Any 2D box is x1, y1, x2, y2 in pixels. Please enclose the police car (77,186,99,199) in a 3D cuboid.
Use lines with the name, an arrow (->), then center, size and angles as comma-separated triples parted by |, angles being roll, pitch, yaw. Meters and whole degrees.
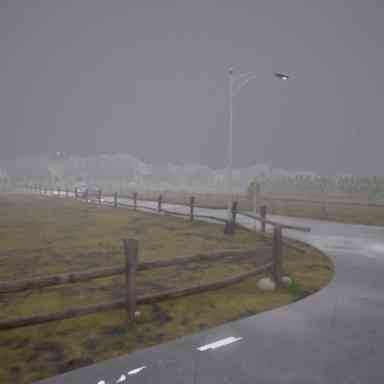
police car -> -13.038, 0.075, 41.713 | 2.038, 1.542, 4.974 | -1, 2, -36
